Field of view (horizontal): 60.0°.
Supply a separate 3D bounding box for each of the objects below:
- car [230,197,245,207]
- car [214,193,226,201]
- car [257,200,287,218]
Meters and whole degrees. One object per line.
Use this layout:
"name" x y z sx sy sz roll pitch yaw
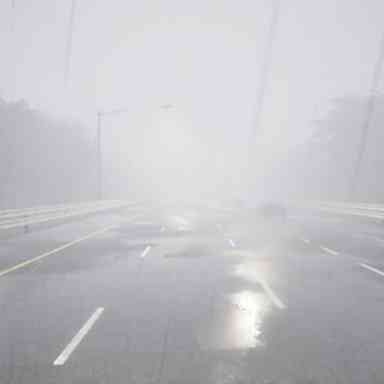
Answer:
"car" 7.129 1.537 52.411 2.033 1.411 5.357 0 0 0
"car" 7.323 1.309 82.507 2.097 1.767 4.553 0 0 0
"car" 7.037 1.505 29.685 1.837 1.490 4.892 0 0 0
